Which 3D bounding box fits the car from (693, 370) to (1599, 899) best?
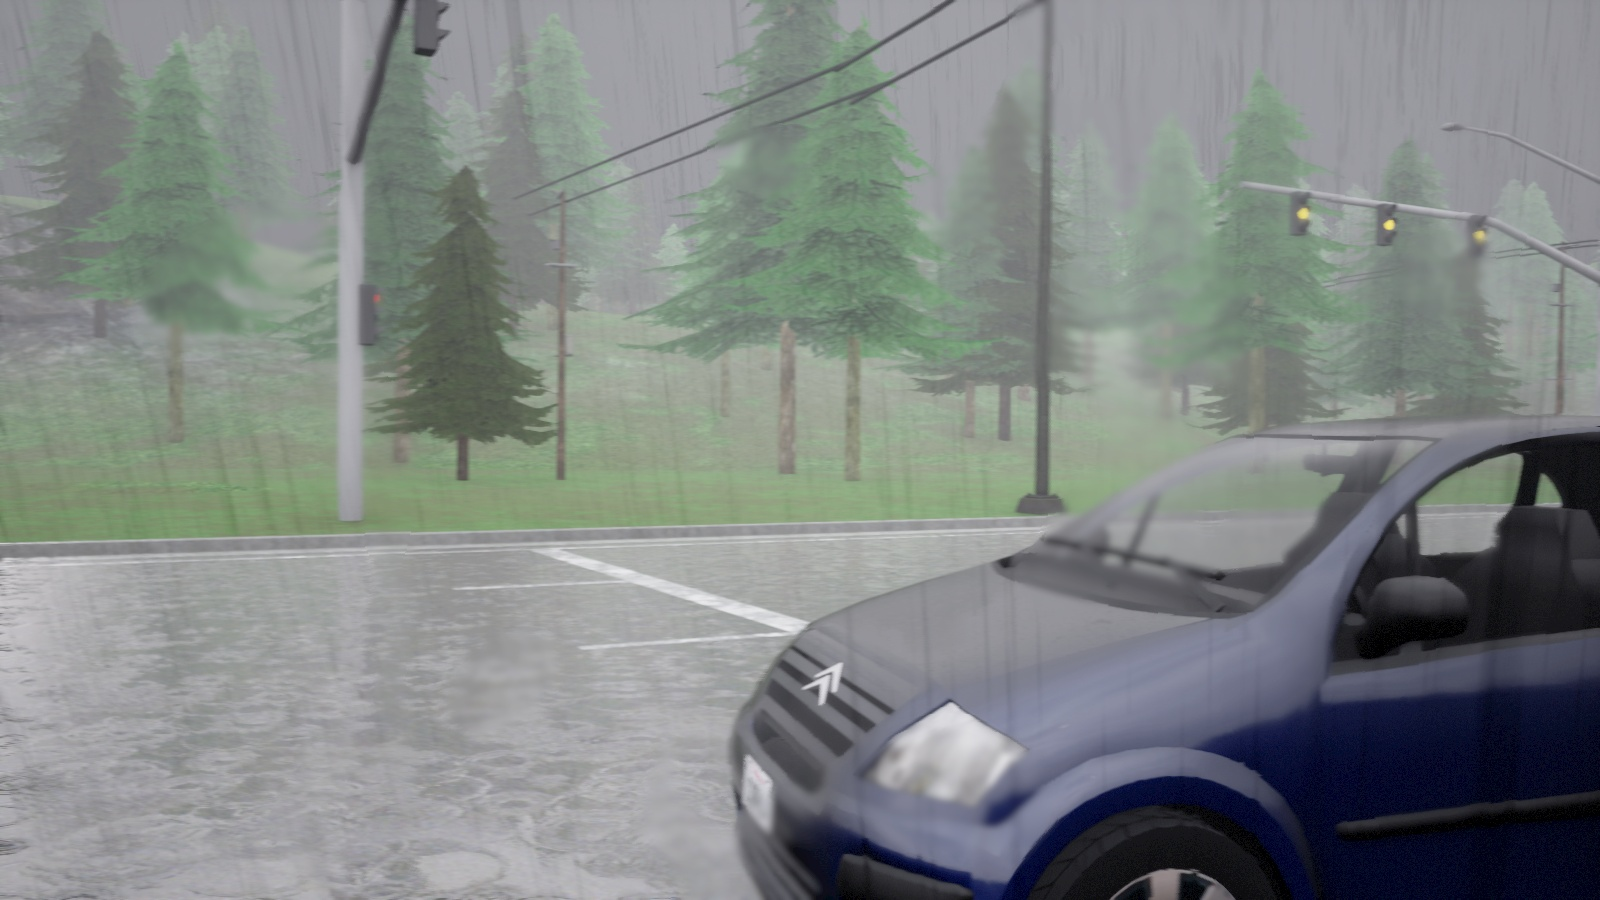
[{"bbox_3d":[1.815,0.609,3.898,3.988,1.617,1.851,-1,1,-15],"label":"car"}]
